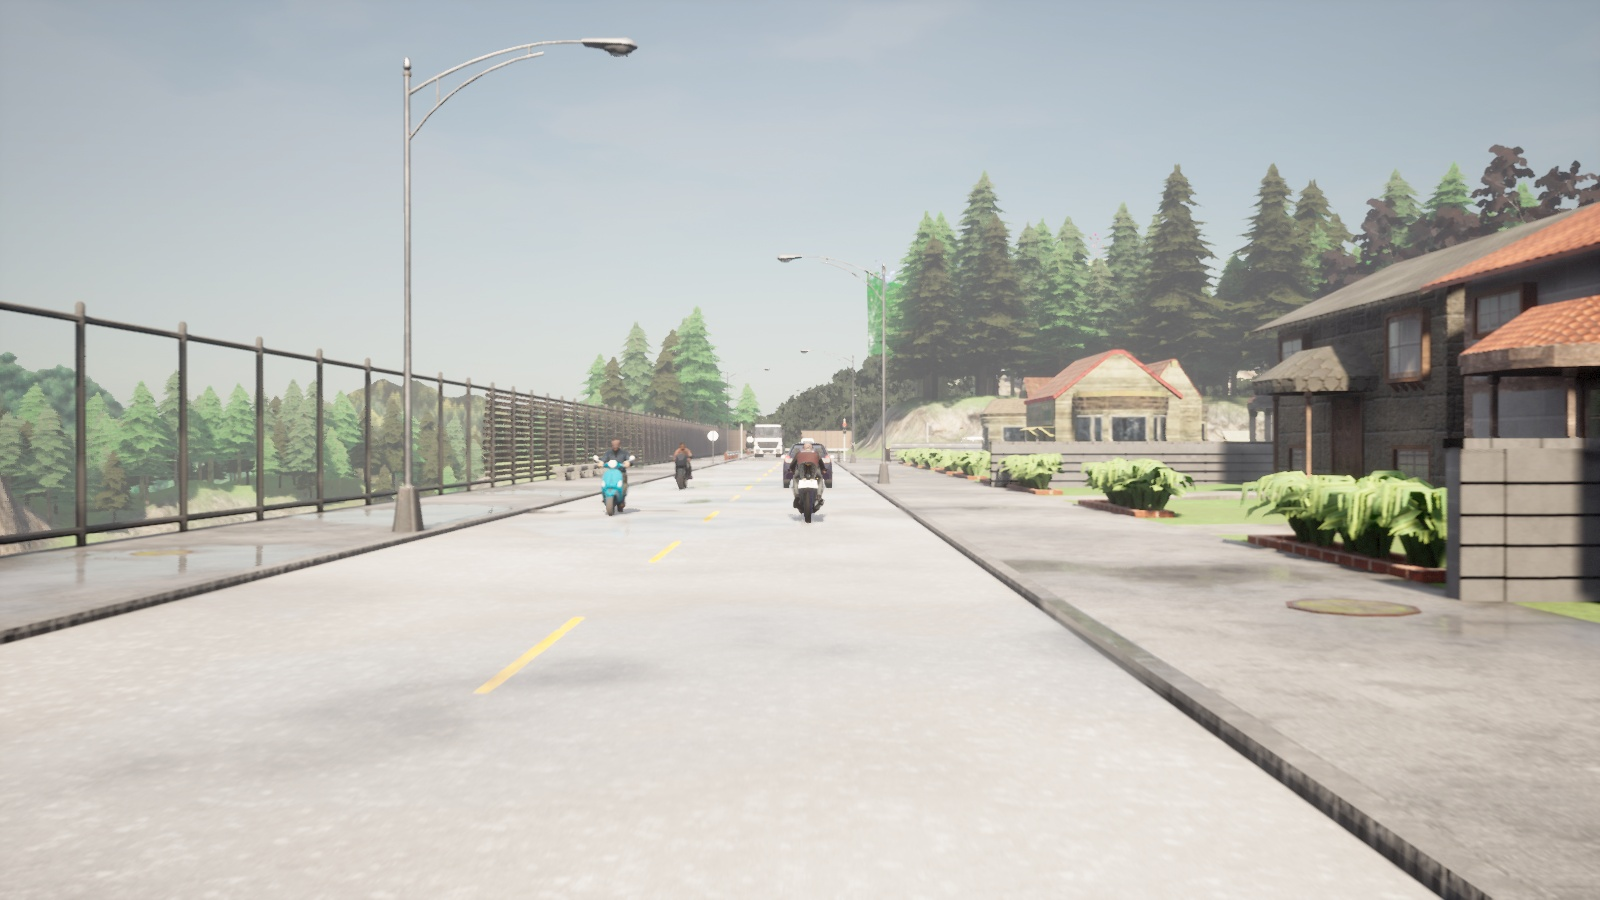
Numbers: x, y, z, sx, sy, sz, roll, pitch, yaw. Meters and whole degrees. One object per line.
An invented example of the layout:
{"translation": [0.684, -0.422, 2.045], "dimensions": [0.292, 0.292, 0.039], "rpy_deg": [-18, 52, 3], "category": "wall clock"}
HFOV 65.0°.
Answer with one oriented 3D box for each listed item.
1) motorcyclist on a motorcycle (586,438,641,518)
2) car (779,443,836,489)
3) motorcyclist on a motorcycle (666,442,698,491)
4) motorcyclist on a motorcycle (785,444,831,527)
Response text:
{"translation": [-3.837, 0.550, 25.992], "dimensions": [0.866, 1.590, 1.817], "rpy_deg": [0, 0, 0], "category": "motorcyclist on a motorcycle"}
{"translation": [0.259, 0.519, 42.846], "dimensions": [1.845, 1.501, 3.633], "rpy_deg": [0, 0, 0], "category": "car"}
{"translation": [-3.757, 0.500, 40.090], "dimensions": [0.797, 1.523, 2.044], "rpy_deg": [0, 0, 0], "category": "motorcyclist on a motorcycle"}
{"translation": [0.154, 0.644, 24.330], "dimensions": [0.866, 1.530, 2.191], "rpy_deg": [0, 0, 0], "category": "motorcyclist on a motorcycle"}
